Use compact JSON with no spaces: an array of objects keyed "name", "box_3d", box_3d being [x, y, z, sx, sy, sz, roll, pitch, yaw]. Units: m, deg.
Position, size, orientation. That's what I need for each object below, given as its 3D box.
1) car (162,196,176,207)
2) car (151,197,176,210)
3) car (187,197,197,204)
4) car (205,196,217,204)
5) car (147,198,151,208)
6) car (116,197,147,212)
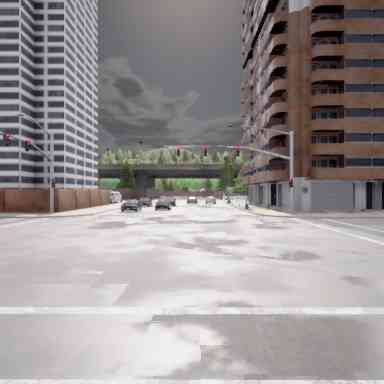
[{"name":"car","box_3d":[-3.560,1.477,52.604,1.882,1.535,5.008,0,0,0]},{"name":"car","box_3d":[-3.583,1.547,42.327,2.033,1.411,5.357,0,0,0]},{"name":"car","box_3d":[0.023,1.564,63.186,1.994,1.385,4.181,0,0,0]},{"name":"car","box_3d":[3.523,1.525,63.187,1.812,1.442,4.674,0,0,0]},{"name":"car","box_3d":[-7.071,1.547,49.829,2.033,1.411,5.357,0,0,0]},{"name":"car","box_3d":[-7.085,1.547,39.458,2.033,1.411,5.357,0,0,0]}]
